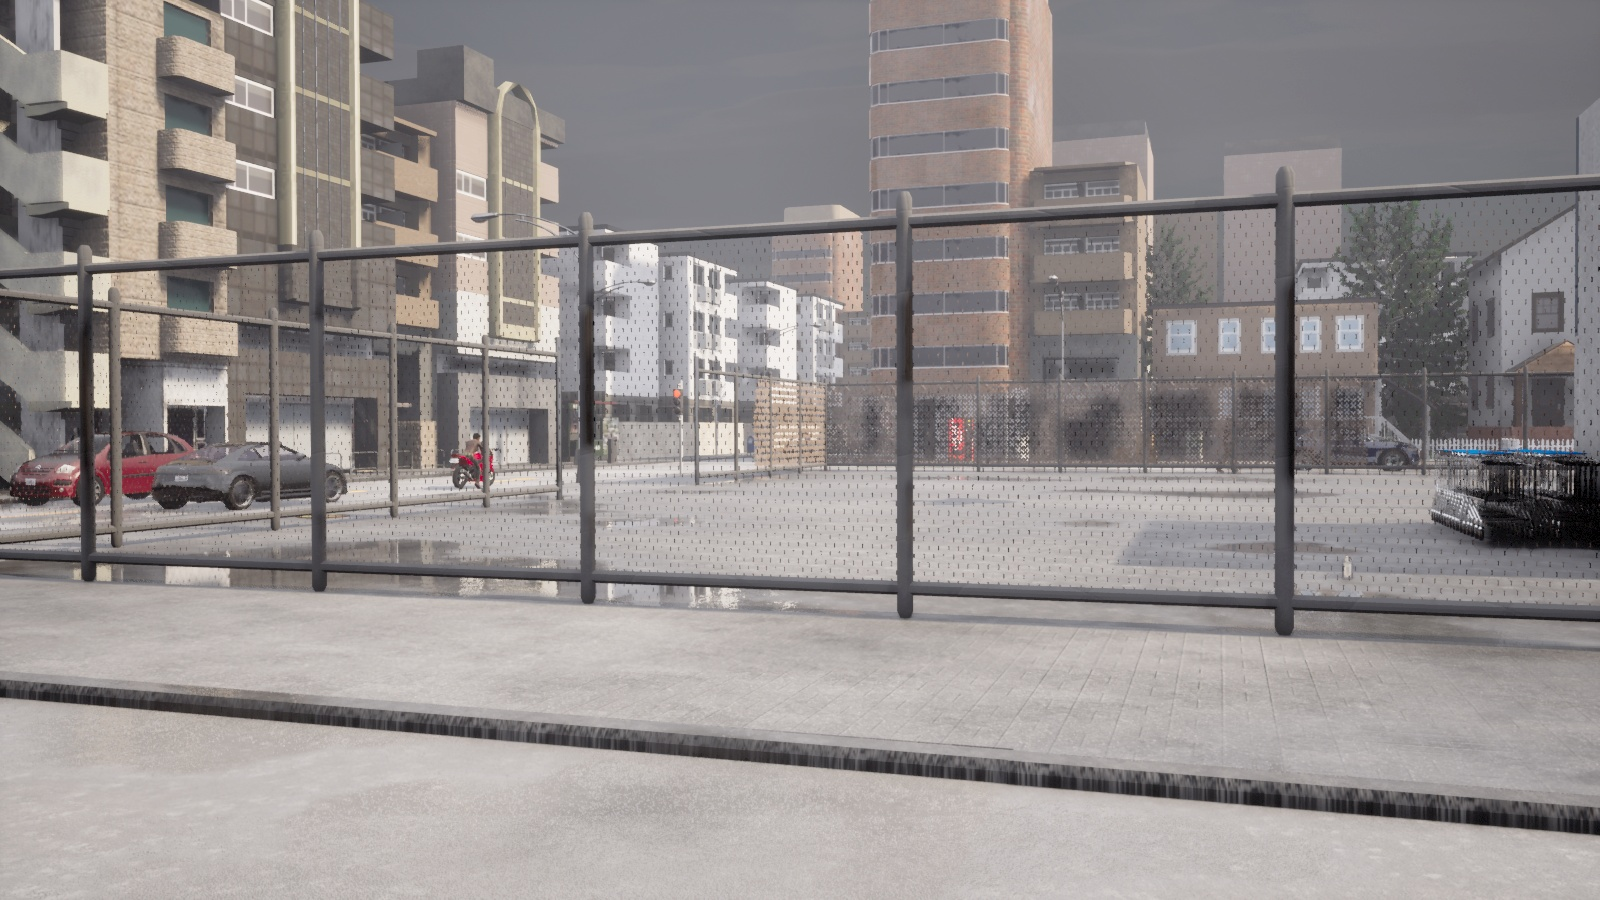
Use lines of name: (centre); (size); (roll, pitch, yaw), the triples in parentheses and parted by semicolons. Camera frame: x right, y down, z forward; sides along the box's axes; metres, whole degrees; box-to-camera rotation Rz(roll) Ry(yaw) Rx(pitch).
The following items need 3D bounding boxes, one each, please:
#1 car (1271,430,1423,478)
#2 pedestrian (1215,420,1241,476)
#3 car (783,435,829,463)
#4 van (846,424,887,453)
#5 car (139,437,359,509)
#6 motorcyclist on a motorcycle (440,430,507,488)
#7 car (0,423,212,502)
car: (19.504, 0.109, 44.994); (4.856, 1.649, 2.033); (1, 1, 20)
pedestrian: (14.095, -0.073, 41.343); (0.703, 1.840, 0.431); (1, 1, 32)
car: (0.342, -0.065, 62.025); (1.895, 1.301, 4.718); (0, 1, 5)
van: (4.679, -0.807, 87.688); (1.775, 1.987, 4.442); (1, 1, 19)
car: (-11.559, 0.419, 26.660); (1.994, 1.385, 4.181); (1, 1, 18)
motorcyclist on a motorcycle: (-8.945, 0.223, 34.468); (0.797, 1.523, 2.044); (1, 1, 19)
car: (-15.348, 0.220, 27.950); (1.851, 1.617, 3.988); (1, 1, 18)
